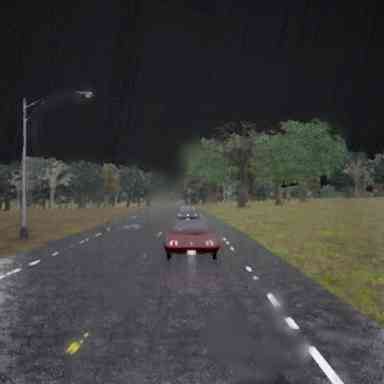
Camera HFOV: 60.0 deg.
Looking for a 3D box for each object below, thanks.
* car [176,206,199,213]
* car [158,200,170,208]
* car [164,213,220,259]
[{"bbox_3d":[-0.402,1.871,28.327,1.895,1.301,4.718,0,0,-2],"label":"car"},{"bbox_3d":[-5.494,2.370,65.677,1.837,1.490,4.892,0,-1,-2],"label":"car"},{"bbox_3d":[-0.016,1.744,13.270,1.895,1.301,4.718,0,-1,0],"label":"car"}]
